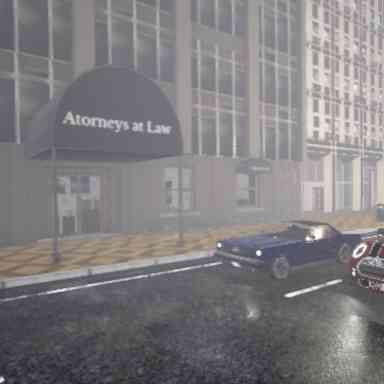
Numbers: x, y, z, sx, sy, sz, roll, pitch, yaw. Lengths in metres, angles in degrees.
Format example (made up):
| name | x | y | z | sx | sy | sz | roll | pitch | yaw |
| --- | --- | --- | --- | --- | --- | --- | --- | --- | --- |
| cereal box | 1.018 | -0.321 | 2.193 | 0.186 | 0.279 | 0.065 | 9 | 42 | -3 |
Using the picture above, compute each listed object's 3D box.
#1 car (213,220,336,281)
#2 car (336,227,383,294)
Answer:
| name | x | y | z | sx | sy | sz | roll | pitch | yaw |
| --- | --- | --- | --- | --- | --- | --- | --- | --- | --- |
| car | 2.917 | 1.522 | 9.779 | 4.718 | 1.301 | 1.895 | -1 | 0 | -36 |
| car | 5.663 | 1.275 | 7.746 | 4.553 | 1.767 | 2.097 | -1 | 0 | -36 |
